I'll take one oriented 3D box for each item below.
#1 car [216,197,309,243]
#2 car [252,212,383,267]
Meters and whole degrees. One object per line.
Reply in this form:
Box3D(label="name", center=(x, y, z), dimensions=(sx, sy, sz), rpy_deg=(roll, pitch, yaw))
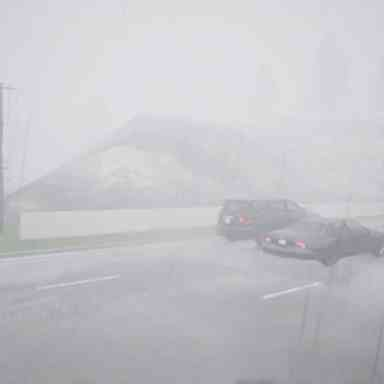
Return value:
Box3D(label="car", center=(3.640, 1.259, 15.021), dimensions=(5.566, 2.045, 2.150), rpy_deg=(0, 0, -35))
Box3D(label="car", center=(4.815, 1.581, 11.575), dimensions=(5.357, 1.411, 2.033), rpy_deg=(0, 0, -35))
